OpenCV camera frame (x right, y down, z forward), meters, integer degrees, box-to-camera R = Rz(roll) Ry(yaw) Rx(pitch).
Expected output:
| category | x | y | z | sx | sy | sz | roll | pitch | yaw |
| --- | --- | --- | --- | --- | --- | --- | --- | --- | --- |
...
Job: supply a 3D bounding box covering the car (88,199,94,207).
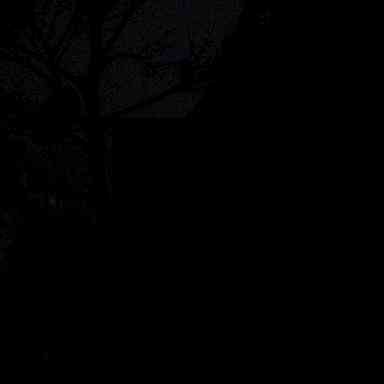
| category | x | y | z | sx | sy | sz | roll | pitch | yaw |
| --- | --- | --- | --- | --- | --- | --- | --- | --- | --- |
| car | -17.395 | 1.840 | 58.670 | 1.812 | 1.442 | 4.674 | 1 | 0 | 12 |
